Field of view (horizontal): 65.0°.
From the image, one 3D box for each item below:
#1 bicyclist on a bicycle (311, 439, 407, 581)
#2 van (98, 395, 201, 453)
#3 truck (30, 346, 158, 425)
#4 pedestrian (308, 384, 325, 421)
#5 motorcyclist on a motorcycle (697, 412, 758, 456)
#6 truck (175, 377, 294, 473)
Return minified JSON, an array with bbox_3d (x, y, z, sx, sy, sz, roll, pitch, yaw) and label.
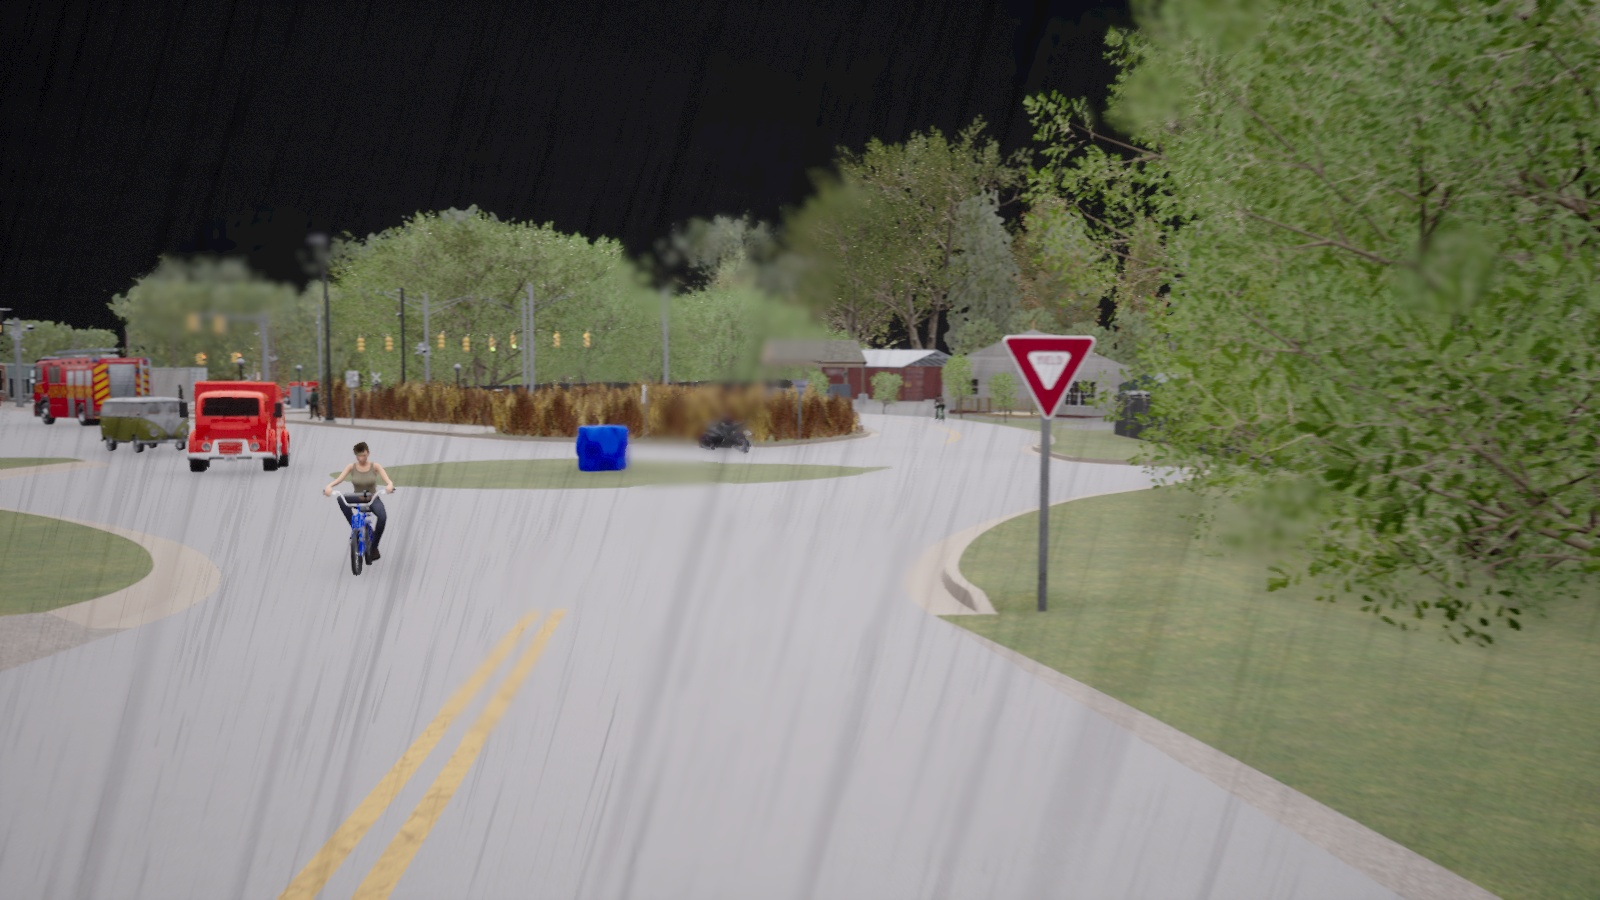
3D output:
[{"bbox_3d":[-5.405,0.697,15.493,0.866,1.612,1.509,-1,2,-10],"label":"bicyclist on a bicycle"},{"bbox_3d":[-23.787,-1.005,45.862,4.442,1.987,1.775,2,5,42],"label":"van"},{"bbox_3d":[-36.393,-3.313,64.582,8.468,3.827,2.891,2,5,41],"label":"truck"},{"bbox_3d":[-25.897,-2.562,67.238,0.788,1.949,0.423,4,6,37],"label":"pedestrian"},{"bbox_3d":[-2.780,-0.641,48.024,2.191,1.530,0.866,3,6,30],"label":"motorcyclist on a motorcycle"},{"bbox_3d":[-15.656,-0.703,35.057,2.627,2.467,5.204,0,1,-20],"label":"truck"}]
